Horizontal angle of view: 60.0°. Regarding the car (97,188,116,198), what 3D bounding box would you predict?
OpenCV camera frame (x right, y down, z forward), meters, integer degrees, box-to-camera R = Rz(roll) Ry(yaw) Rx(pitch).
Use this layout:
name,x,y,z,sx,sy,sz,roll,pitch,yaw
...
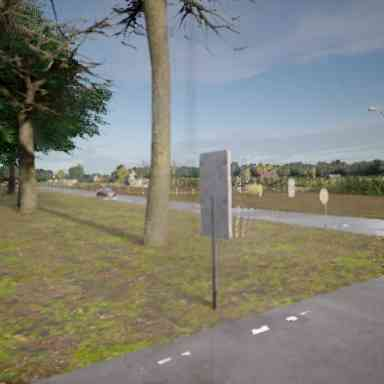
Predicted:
name,x,y,z,sx,sy,sz,roll,pitch,yaw
car,-13.835,0.082,53.326,1.812,1.442,4.674,-2,3,-36
